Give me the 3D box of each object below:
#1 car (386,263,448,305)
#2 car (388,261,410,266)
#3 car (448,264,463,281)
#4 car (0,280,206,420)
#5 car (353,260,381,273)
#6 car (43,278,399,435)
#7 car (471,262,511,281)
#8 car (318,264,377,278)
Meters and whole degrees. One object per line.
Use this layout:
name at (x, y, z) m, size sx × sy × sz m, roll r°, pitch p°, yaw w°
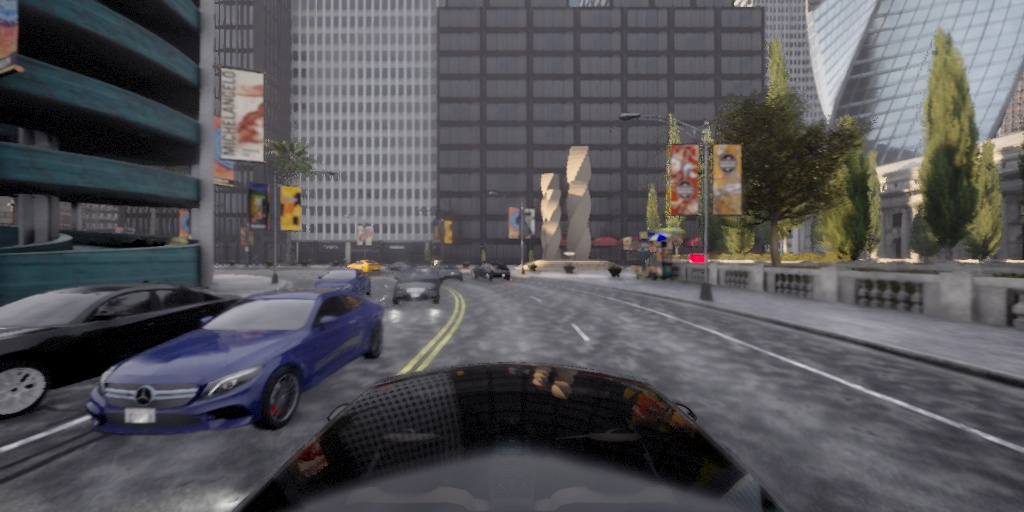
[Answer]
car at (-4.131, 1.244, 16.191) m, size 2.128 × 1.511 × 4.902 m, roll 0°, pitch 0°, yaw -10°
car at (-13.571, 1.321, 44.011) m, size 4.181 × 1.385 × 1.994 m, roll 0°, pitch 0°, yaw 39°
car at (-5.654, 1.318, 29.779) m, size 1.994 × 1.385 × 4.181 m, roll 0°, pitch 0°, yaw -30°
car at (-7.029, 1.230, 6.045) m, size 1.882 × 1.535 × 5.008 m, roll 0°, pitch 0°, yaw 1°
car at (-17.672, 1.236, 42.763) m, size 5.008 × 1.535 × 1.882 m, roll 0°, pitch 0°, yaw 36°
car at (-3.546, 1.277, 5.770) m, size 1.812 × 1.442 × 4.674 m, roll 0°, pitch 0°, yaw 1°
car at (-1.831, 1.259, 30.173) m, size 1.837 × 1.490 × 4.892 m, roll 0°, pitch 0°, yaw -29°
car at (-7.832, 1.279, 16.754) m, size 1.812 × 1.442 × 4.674 m, roll 0°, pitch 0°, yaw -10°
